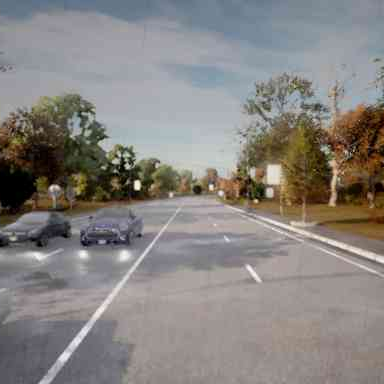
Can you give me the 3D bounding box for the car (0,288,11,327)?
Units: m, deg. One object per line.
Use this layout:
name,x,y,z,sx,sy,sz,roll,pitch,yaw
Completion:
car,-3.601,1.622,2.692,1.895,1.301,4.718,0,0,0

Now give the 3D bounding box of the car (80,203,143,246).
car,-3.626,1.442,15.674,2.097,1.767,4.553,0,0,0

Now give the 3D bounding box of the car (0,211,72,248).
car,-7.125,1.621,15.574,1.812,1.442,4.674,0,0,0
